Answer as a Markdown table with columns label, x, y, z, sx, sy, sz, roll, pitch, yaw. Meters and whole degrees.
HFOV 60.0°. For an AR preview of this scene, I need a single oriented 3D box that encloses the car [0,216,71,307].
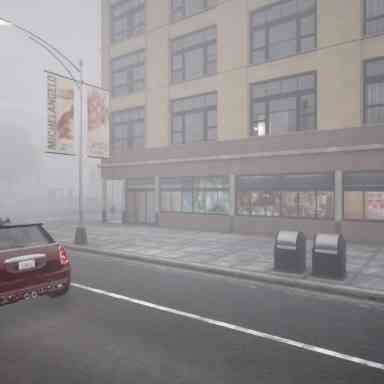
| label | x | y | z | sx | sy | sz | roll | pitch | yaw |
| --- | --- | --- | --- | --- | --- | --- | --- | --- | --- |
| car | -4.756 | 1.352 | 7.367 | 4.553 | 1.767 | 2.097 | 0 | 0 | 36 |
